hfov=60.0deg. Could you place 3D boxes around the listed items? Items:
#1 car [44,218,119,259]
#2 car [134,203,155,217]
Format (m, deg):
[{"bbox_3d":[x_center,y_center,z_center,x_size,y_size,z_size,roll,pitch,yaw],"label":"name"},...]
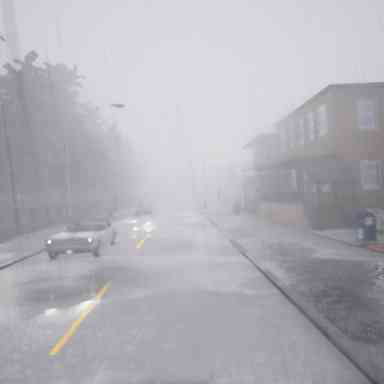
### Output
[{"bbox_3d":[-4.436,1.835,14.023,1.895,1.301,4.718,-3,0,-2],"label":"car"},{"bbox_3d":[-5.086,1.914,36.056,1.895,1.301,4.718,-3,0,-1],"label":"car"}]
